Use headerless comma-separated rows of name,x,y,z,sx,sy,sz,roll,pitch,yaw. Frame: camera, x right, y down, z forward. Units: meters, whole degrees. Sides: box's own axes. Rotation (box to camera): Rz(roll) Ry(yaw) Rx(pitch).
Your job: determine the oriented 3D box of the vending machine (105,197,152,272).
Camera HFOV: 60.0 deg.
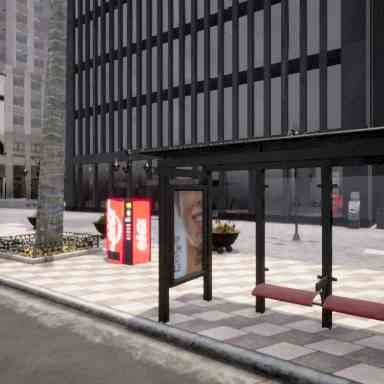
vending machine,-1.909,1.195,10.028,0.880,2.100,1.100,0,0,36
